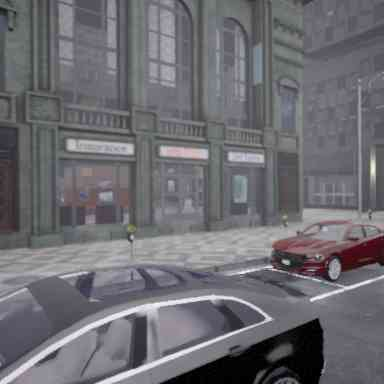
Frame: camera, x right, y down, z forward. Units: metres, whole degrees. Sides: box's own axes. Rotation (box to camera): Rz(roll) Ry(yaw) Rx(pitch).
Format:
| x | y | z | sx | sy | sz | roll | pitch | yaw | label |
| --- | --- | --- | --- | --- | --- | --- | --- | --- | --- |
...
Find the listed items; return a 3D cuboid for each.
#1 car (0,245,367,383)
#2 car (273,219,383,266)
| x | y | z | sx | sy | sz | roll | pitch | yaw | label |
| --- | --- | --- | --- | --- | --- | --- | --- | --- | --- |
| -0.903 | 1.488 | 2.734 | 4.902 | 1.511 | 2.128 | 0 | 0 | -35 | car |
| 4.189 | 1.504 | 9.637 | 4.507 | 1.381 | 1.887 | 0 | 0 | -35 | car |
